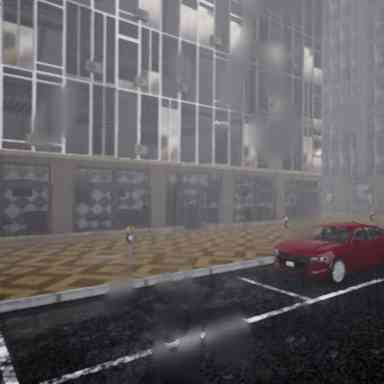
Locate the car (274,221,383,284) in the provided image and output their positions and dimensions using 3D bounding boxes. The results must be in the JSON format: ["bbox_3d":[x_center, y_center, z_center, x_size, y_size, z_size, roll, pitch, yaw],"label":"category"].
[{"bbox_3d":[4.287,1.556,9.622,4.507,1.381,1.887,0,0,-35],"label":"car"}]
